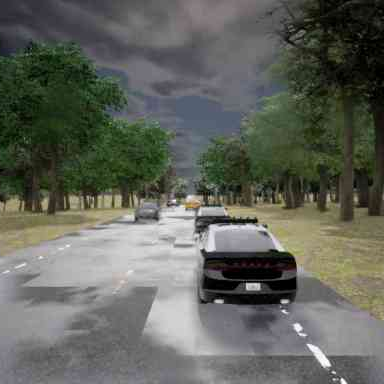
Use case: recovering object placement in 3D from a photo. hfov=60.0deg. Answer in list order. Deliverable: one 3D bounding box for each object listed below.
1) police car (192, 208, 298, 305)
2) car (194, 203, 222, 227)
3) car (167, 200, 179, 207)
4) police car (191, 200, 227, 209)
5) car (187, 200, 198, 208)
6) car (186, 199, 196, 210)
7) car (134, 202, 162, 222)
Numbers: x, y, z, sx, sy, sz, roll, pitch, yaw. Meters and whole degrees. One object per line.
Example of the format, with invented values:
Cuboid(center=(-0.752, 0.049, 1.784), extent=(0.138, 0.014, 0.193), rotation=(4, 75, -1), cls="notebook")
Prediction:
Cuboid(center=(1.059, 1.436, 8.323), extent=(1.930, 1.638, 5.238), rotation=(0, 0, 0), cls="police car")
Cuboid(center=(1.077, 1.607, 24.216), extent=(1.812, 1.442, 4.674), rotation=(0, 0, 0), cls="car")
Cuboid(center=(-3.431, 2.110, 60.827), extent=(1.994, 1.385, 4.181), rotation=(0, -1, 0), cls="car")
Cuboid(center=(1.071, 1.474, 18.326), extent=(1.930, 1.638, 5.238), rotation=(0, 0, 0), cls="police car")
Cuboid(center=(0.069, 2.146, 60.743), extent=(1.895, 1.301, 4.718), rotation=(0, -1, 0), cls="car")
Cuboid(center=(0.096, 1.738, 46.252), extent=(1.882, 1.535, 5.008), rotation=(0, -1, 1), cls="car")
Cuboid(center=(-3.568, 1.605, 27.537), extent=(1.837, 1.490, 4.892), rotation=(0, 0, 0), cls="car")
